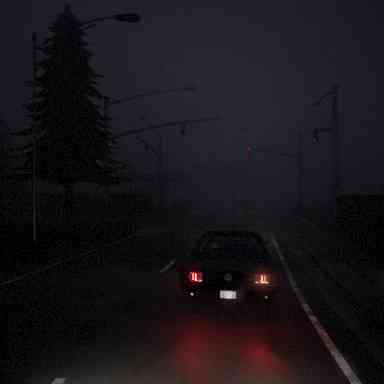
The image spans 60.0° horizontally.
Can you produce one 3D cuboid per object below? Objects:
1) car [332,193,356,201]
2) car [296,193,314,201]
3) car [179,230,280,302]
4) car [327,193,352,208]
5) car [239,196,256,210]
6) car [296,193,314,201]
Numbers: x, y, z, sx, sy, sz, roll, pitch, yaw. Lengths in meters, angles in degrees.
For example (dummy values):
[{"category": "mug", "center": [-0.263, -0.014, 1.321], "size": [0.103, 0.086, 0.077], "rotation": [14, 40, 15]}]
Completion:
[{"category": "car", "center": [34.416, 1.097, 75.374], "size": [4.605, 1.855, 1.932], "rotation": [0, 0, 10]}, {"category": "car", "center": [26.057, 1.361, 76.802], "size": [3.806, 1.475, 1.970], "rotation": [0, 0, 10]}, {"category": "car", "center": [0.979, 1.601, 8.313], "size": [1.895, 1.301, 4.718], "rotation": [0, 0, 8]}, {"category": "car", "center": [20.190, 1.330, 43.050], "size": [5.027, 1.636, 2.152], "rotation": [0, 0, 10]}, {"category": "car", "center": [7.178, 1.352, 43.256], "size": [2.097, 1.767, 4.553], "rotation": [0, 0, 10]}, {"category": "car", "center": [27.234, 1.077, 79.971], "size": [3.866, 1.878, 1.905], "rotation": [0, 0, 10]}]
